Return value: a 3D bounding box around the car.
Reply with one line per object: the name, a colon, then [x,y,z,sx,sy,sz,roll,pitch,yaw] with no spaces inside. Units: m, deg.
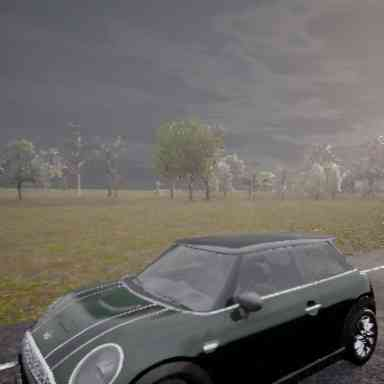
car: [0.348,1.362,4.239,4.553,1.767,2.097,0,0,-35]
